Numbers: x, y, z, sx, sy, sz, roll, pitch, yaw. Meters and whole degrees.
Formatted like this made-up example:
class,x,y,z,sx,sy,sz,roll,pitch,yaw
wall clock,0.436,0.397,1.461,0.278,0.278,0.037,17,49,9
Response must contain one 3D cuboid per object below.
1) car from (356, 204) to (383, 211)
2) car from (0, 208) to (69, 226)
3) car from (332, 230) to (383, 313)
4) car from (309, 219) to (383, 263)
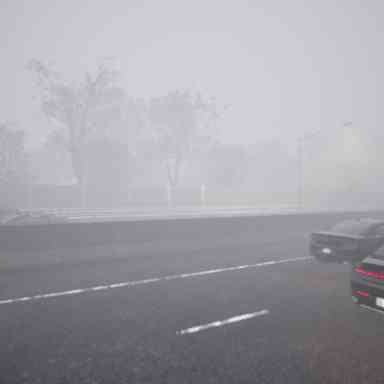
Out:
class,x,y,z,sx,sy,sz,roll,pitch,yaw
car,23.158,2.249,43.016,4.674,1.442,1.812,1,-1,-32
car,-9.362,1.847,18.518,4.902,1.511,2.128,1,-1,-32
car,5.249,1.618,6.786,4.892,1.490,1.837,1,-1,-32
car,6.229,1.673,11.531,5.008,1.535,1.882,1,-1,-32
